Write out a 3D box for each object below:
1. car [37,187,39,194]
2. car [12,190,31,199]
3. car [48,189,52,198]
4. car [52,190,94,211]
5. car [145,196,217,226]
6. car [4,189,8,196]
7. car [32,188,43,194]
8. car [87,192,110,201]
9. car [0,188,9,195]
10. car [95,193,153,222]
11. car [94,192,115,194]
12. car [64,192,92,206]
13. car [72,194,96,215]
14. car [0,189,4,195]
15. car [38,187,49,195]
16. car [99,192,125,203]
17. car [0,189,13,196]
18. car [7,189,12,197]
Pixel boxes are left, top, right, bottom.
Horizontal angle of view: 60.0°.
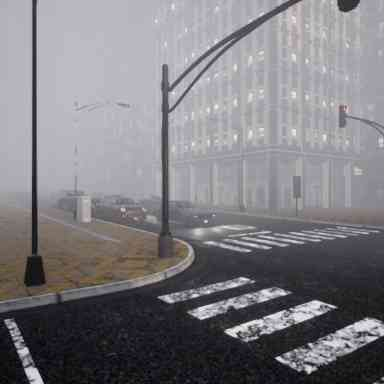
[{"bbox_3d":[-36.780,-0.349,81.558,2.192,1.841,5.009,1,0,-36],"label":"car"},{"bbox_3d":[-27.334,0.426,53.948,1.887,1.381,4.507,1,0,-36],"label":"car"},{"bbox_3d":[-23.126,0.385,57.993,1.812,1.442,4.674,0,1,-36],"label":"car"},{"bbox_3d":[-11.110,0.733,31.282,2.192,1.841,5.009,1,0,-36],"label":"car"},{"bbox_3d":[-0.704,1.237,21.175,2.033,1.411,5.357,0,1,-34],"label":"car"},{"bbox_3d":[-33.822,0.212,63.015,1.887,1.381,4.507,1,0,-36],"label":"car"},{"bbox_3d":[-40.031,-0.205,86.094,1.947,1.339,4.313,1,0,-36],"label":"car"},{"bbox_3d":[-14.072,0.651,49.815,1.947,1.339,4.313,1,0,-36],"label":"car"},{"bbox_3d":[-43.553,-0.109,76.614,1.887,1.381,4.507,1,0,-36],"label":"car"},{"bbox_3d":[-4.626,1.073,22.216,1.967,1.590,4.097,1,0,-36],"label":"car"},{"bbox_3d":[-6.627,0.986,29.439,2.128,1.511,4.902,0,1,-36],"label":"car"},{"bbox_3d":[-13.313,0.798,38.806,1.812,1.442,4.674,0,1,-35],"label":"car"},{"bbox_3d":[-7.873,1.107,26.750,1.802,1.307,4.206,1,0,-36],"label":"car"},{"bbox_3d":[-37.065,0.111,67.548,2.008,1.369,4.403,1,0,-36],"label":"car"},{"bbox_3d":[-33.541,-0.013,77.024,1.887,1.381,4.507,1,0,-36],"label":"car"},{"bbox_3d":[-10.925,0.715,45.419,1.752,1.417,4.829,1,0,-36],"label":"car"},{"bbox_3d":[-40.310,0.019,72.081,1.947,1.339,4.313,1,0,-36],"label":"car"},{"bbox_3d":[-30.578,0.325,58.482,2.008,1.369,4.403,1,0,-36],"label":"car"}]
